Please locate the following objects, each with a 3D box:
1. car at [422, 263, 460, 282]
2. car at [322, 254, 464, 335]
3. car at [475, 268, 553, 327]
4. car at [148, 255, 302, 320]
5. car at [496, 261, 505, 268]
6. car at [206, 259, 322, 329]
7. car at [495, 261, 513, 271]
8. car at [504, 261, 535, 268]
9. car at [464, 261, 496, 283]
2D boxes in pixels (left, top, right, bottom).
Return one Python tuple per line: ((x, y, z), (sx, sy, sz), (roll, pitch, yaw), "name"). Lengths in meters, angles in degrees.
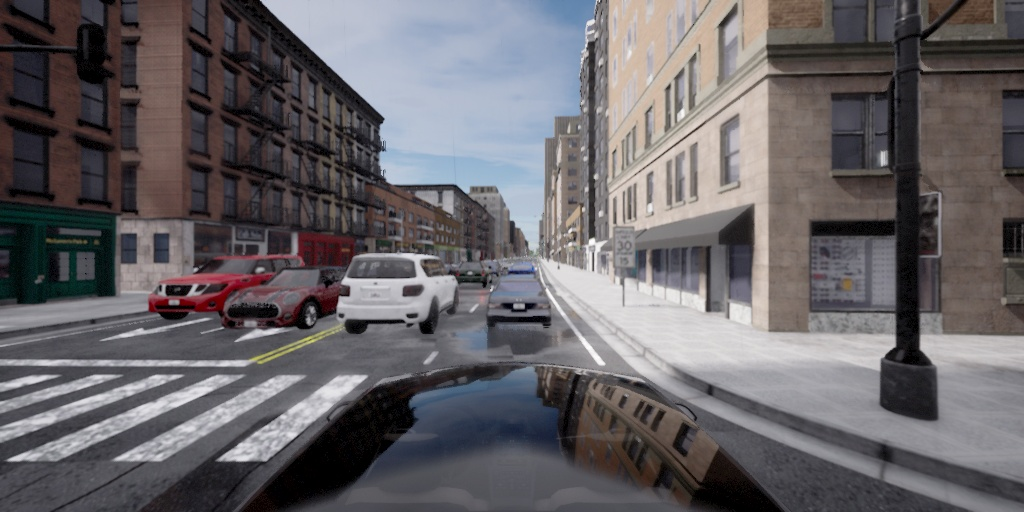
((-5.691, 1.301, 29.222), (1.994, 1.385, 4.181), (0, 0, 3), "car")
((-3.016, 0.969, 10.678), (2.150, 2.045, 5.566), (0, 0, 1), "car")
((0.243, 1.298, 11.439), (2.033, 1.411, 5.357), (0, 0, 2), "car")
((-9.650, 0.972, 13.009), (2.150, 2.045, 5.566), (0, 0, 0), "car")
((-1.971, 1.277, 35.488), (2.033, 1.411, 5.357), (0, 0, 5), "car")
((-6.447, 1.103, 11.173), (2.097, 1.767, 4.553), (0, 0, 2), "car")
((-1.041, 1.315, 48.765), (1.895, 1.301, 4.718), (0, 0, 4), "car")
((0.720, 1.219, 24.555), (1.882, 1.535, 5.008), (0, 0, 3), "car")
((-2.511, 1.094, 24.526), (2.097, 1.767, 4.553), (0, 0, 3), "car")
